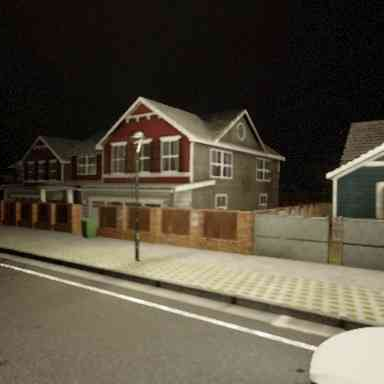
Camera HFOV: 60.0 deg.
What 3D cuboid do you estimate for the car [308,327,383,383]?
[{"bbox_3d":[3.053,1.532,1.815,4.674,1.442,1.812,0,0,35],"label":"car"}]
